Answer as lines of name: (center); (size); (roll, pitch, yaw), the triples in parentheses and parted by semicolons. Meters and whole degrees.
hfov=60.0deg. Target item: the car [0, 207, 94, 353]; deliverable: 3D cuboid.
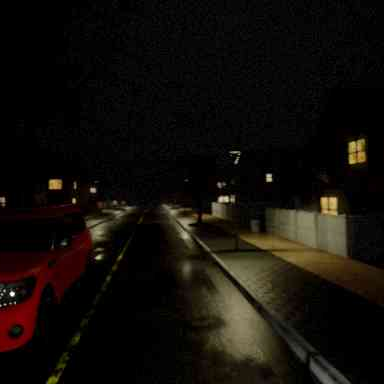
car: (-3.399, 1.355, 6.577); (2.150, 2.045, 5.566); (-1, -1, -7)
